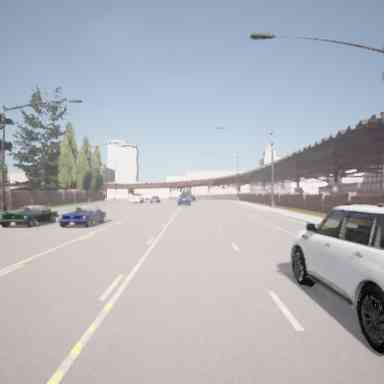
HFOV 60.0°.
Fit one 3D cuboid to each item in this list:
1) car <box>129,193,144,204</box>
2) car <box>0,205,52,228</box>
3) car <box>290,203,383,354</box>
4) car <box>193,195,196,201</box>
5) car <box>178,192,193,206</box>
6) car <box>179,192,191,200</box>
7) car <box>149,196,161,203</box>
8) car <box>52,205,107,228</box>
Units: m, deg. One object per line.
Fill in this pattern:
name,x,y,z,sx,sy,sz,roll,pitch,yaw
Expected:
car,-10.512,1.136,63.435,2.150,2.045,5.566,0,0,0
car,-10.595,1.568,21.884,1.895,1.301,4.718,0,0,0
car,3.600,1.212,6.215,2.150,2.045,5.566,0,0,0
car,-0.213,1.236,73.194,1.812,1.442,4.674,0,0,-4
car,-1.224,1.270,53.783,2.097,1.767,4.553,0,0,0
car,-1.878,1.071,86.292,2.150,2.045,5.566,0,-1,-13
car,-7.013,1.424,63.914,1.812,1.442,4.674,0,0,0
car,-7.095,1.568,21.884,1.895,1.301,4.718,0,0,0
